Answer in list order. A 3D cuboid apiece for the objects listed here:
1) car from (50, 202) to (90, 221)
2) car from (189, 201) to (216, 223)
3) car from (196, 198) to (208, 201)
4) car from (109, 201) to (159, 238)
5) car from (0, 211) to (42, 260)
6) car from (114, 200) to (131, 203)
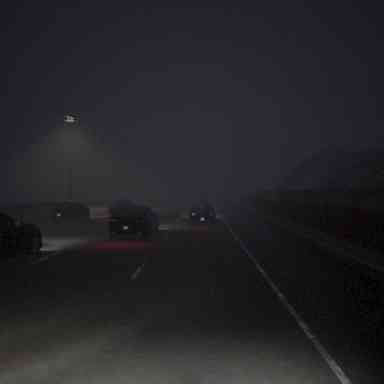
[{"bbox_3d":[-9.670,1.489,26.590,1.812,1.442,4.674,0,0,2],"label":"car"},{"bbox_3d":[0.794,1.588,25.206,1.895,1.301,4.718,0,0,2],"label":"car"},{"bbox_3d":[1.274,1.504,41.710,1.812,1.442,4.674,0,0,2],"label":"car"},{"bbox_3d":[-2.928,1.461,17.515,1.882,1.535,5.008,0,0,2],"label":"car"},{"bbox_3d":[-6.620,1.331,10.419,2.097,1.767,4.553,0,0,1],"label":"car"},{"bbox_3d":[-6.072,1.461,29.889,2.128,1.511,4.902,0,0,2],"label":"car"}]
